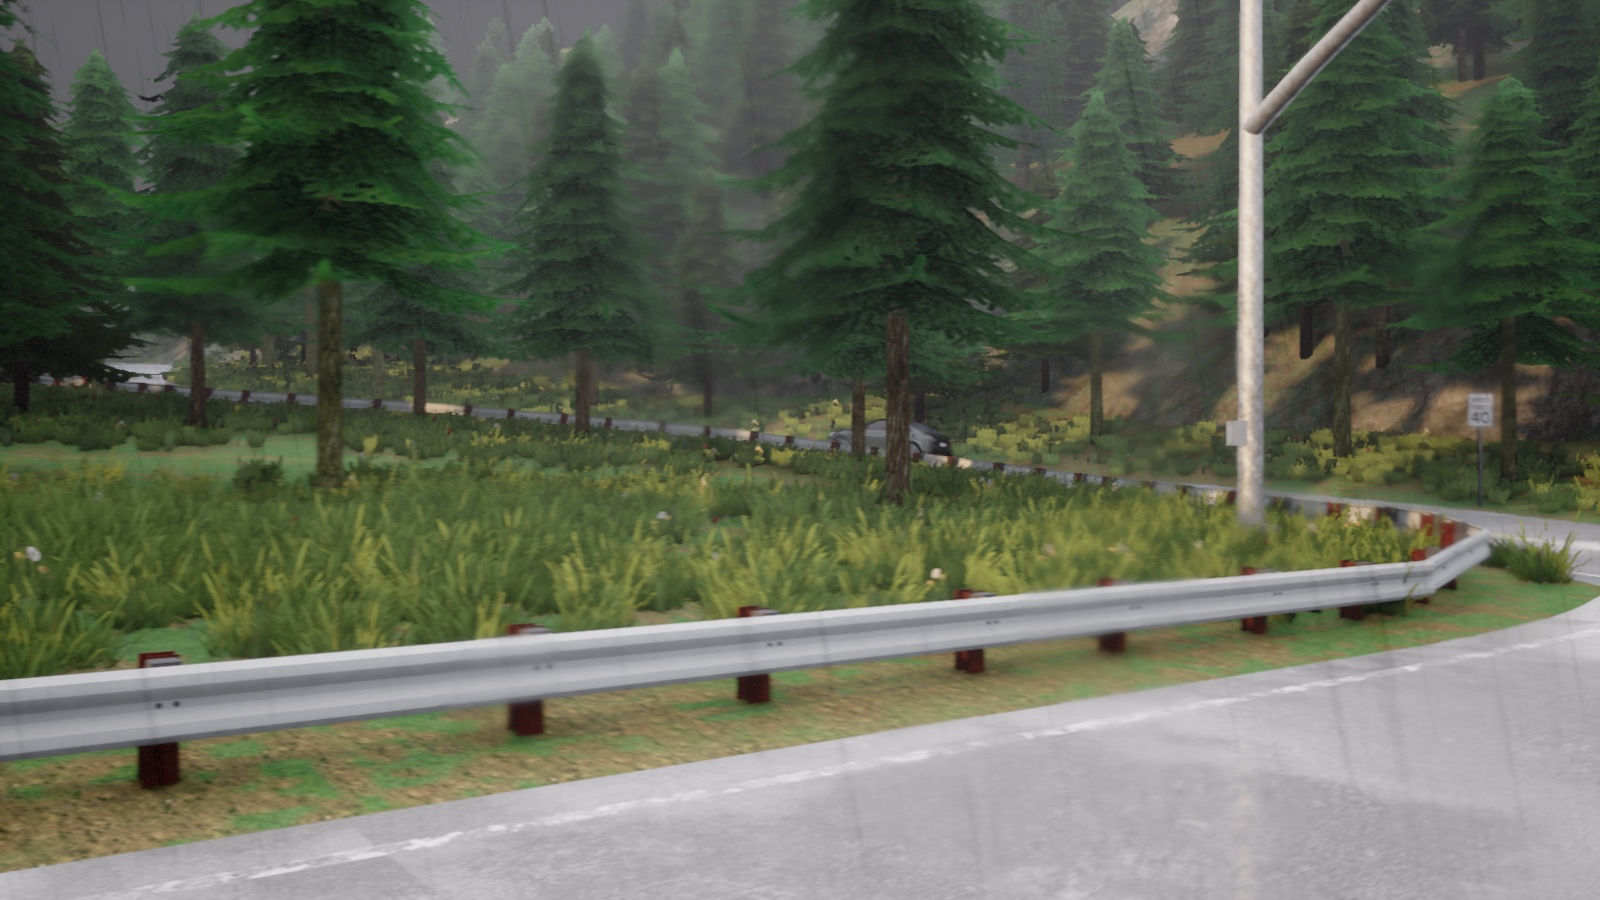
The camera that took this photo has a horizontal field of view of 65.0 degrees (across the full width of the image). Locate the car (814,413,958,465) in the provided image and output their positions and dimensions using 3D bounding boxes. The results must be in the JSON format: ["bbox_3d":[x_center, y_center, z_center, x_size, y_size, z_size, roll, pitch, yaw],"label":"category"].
[{"bbox_3d":[2.797,-0.368,41.182,4.181,1.385,1.994,5,3,35],"label":"car"}]
